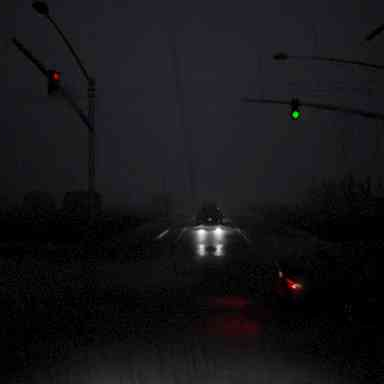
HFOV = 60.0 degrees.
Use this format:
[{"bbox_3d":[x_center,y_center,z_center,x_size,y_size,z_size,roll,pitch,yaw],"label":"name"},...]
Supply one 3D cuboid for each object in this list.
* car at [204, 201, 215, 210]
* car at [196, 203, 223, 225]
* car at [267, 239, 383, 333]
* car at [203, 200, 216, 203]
[{"bbox_3d":[2.960,2.202,56.024,1.895,1.301,4.718,0,-1,3],"label":"car"},{"bbox_3d":[1.401,1.829,26.298,1.994,1.385,4.181,0,-1,3],"label":"car"},{"bbox_3d":[4.192,1.618,6.211,5.357,1.411,2.033,0,-1,3],"label":"car"},{"bbox_3d":[1.873,1.723,35.634,2.097,1.767,4.553,0,-1,3],"label":"car"}]
